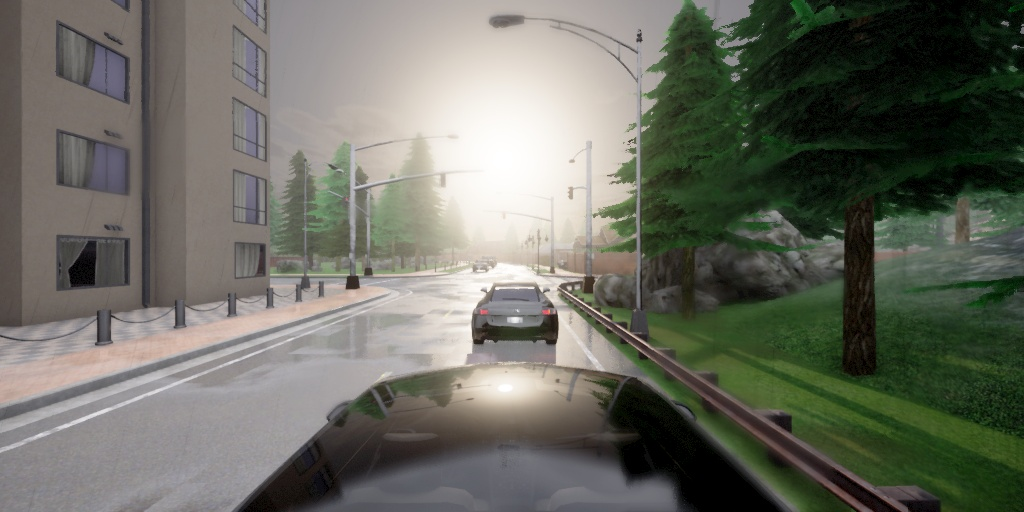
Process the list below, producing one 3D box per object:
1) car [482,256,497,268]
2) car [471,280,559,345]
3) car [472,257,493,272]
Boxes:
[{"bbox_3d":[-3.987,0.943,57.934,2.150,2.045,5.566,0,0,0],"label":"car"},{"bbox_3d":[0.083,1.314,9.536,1.994,1.385,4.181,0,0,1],"label":"car"},{"bbox_3d":[-3.934,1.212,45.624,2.128,1.511,4.902,0,0,0],"label":"car"}]
